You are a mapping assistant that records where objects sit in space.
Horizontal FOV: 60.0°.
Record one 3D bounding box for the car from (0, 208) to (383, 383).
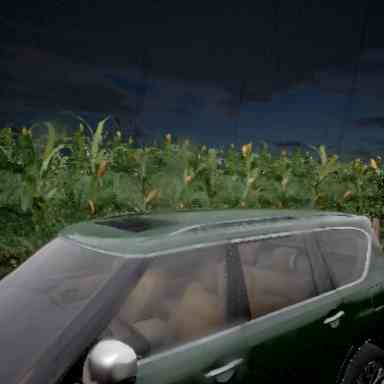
[{"bbox_3d":[-0.323,1.219,2.829,5.566,2.045,2.150,0,0,-35],"label":"car"}]
